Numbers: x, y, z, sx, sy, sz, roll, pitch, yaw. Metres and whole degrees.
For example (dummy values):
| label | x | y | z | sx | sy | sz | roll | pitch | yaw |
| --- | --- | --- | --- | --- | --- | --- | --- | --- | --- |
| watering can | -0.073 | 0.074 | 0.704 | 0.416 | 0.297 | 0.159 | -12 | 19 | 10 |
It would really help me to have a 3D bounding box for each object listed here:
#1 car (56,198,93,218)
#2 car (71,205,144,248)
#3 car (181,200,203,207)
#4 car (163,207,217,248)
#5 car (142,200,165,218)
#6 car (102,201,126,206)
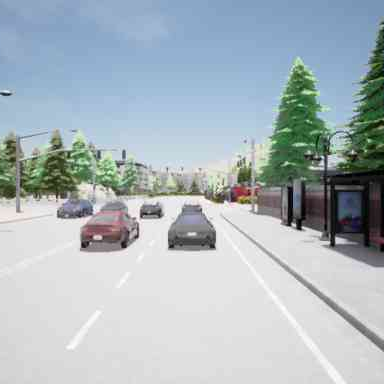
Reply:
| label | x | y | z | sx | sy | sz | roll | pitch | yaw |
| --- | --- | --- | --- | --- | --- | --- | --- | --- | --- |
| car | -10.500 | 1.403 | 30.150 | 2.097 | 1.767 | 4.553 | 0 | 0 | 0 |
| car | -3.500 | 1.532 | 14.650 | 1.812 | 1.442 | 4.674 | 0 | 0 | 0 |
| car | 0.000 | 1.494 | 29.650 | 2.128 | 1.511 | 4.902 | 0 | 0 | 0 |
| car | 0.000 | 1.571 | 14.650 | 1.994 | 1.385 | 4.181 | 0 | 0 | 0 |
| car | -3.500 | 1.494 | 29.650 | 2.128 | 1.511 | 4.902 | 0 | 0 | 0 |
| car | -7.000 | 1.559 | 30.120 | 1.837 | 1.490 | 4.892 | 0 | 0 | 0 |
